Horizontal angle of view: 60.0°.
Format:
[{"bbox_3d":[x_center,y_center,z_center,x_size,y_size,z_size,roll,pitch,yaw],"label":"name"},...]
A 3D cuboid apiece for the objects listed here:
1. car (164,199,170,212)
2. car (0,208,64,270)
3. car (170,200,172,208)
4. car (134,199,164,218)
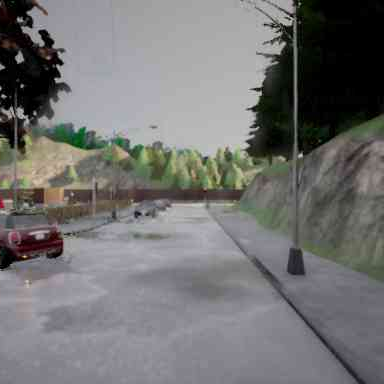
[{"bbox_3d":[-4.169,1.665,41.059,1.812,1.442,4.674,0,0,0],"label":"car"},{"bbox_3d":[-6.576,1.391,11.199,4.553,1.767,2.097,0,0,27],"label":"car"},{"bbox_3d":[-4.119,1.722,51.439,2.033,1.411,5.357,0,0,0],"label":"car"},{"bbox_3d":[-4.167,1.597,31.030,2.128,1.511,4.902,0,0,0],"label":"car"}]
